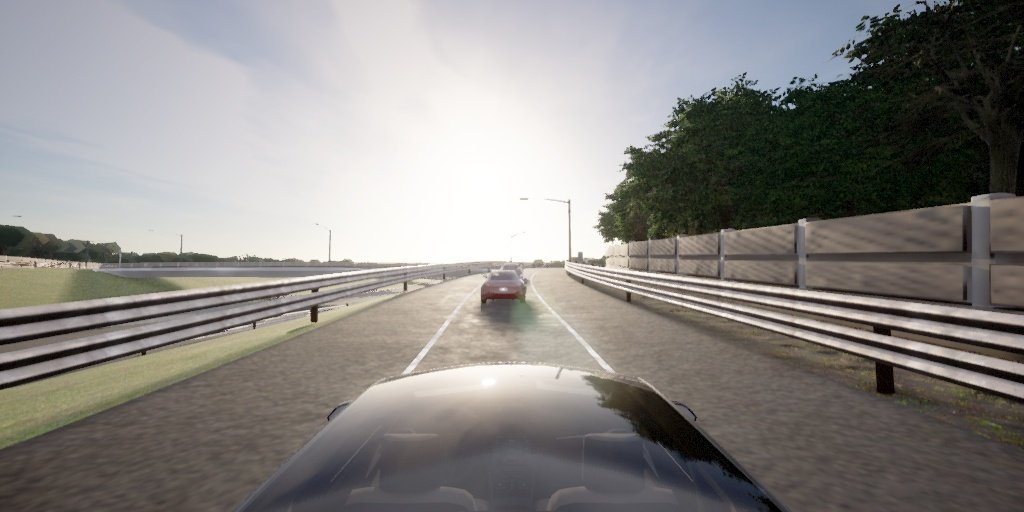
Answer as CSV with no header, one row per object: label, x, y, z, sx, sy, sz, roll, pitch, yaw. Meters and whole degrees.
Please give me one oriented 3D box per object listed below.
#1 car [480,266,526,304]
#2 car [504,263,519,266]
car,-0.398,1.331,16.599,1.994,1.385,4.181,0,0,-1
car,-0.056,1.330,31.457,1.994,1.385,4.181,0,0,4
